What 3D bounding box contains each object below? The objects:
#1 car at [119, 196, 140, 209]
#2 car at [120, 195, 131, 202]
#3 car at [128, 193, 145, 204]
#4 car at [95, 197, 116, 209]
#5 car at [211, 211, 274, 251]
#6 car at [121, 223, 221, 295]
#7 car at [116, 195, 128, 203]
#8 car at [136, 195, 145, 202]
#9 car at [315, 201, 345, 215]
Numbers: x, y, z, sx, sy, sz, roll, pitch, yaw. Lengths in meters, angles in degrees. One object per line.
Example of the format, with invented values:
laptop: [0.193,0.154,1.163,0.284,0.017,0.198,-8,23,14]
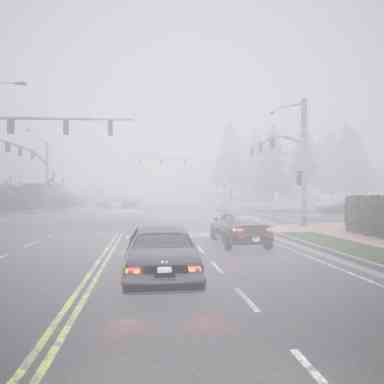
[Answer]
car: [-8.517,1.597,45.603,1.895,1.301,4.718,0,0,-6]
car: [-15.423,1.515,77.451,2.128,1.511,4.902,0,0,-6]
car: [-10.308,1.487,62.355,2.128,1.511,4.902,0,0,-6]
car: [-12.069,1.474,45.928,1.882,1.535,5.008,0,0,-6]
car: [2.005,1.525,14.158,1.812,1.442,4.674,0,0,-7]
car: [-0.838,1.547,8.896,2.033,1.411,5.357,0,0,-7]
car: [-13.987,1.559,63.995,1.994,1.385,4.181,0,0,-6]
car: [-11.906,1.515,77.483,1.812,1.442,4.674,0,0,-6]
car: [15.031,1.545,32.758,5.357,1.411,2.033,0,0,-5]
